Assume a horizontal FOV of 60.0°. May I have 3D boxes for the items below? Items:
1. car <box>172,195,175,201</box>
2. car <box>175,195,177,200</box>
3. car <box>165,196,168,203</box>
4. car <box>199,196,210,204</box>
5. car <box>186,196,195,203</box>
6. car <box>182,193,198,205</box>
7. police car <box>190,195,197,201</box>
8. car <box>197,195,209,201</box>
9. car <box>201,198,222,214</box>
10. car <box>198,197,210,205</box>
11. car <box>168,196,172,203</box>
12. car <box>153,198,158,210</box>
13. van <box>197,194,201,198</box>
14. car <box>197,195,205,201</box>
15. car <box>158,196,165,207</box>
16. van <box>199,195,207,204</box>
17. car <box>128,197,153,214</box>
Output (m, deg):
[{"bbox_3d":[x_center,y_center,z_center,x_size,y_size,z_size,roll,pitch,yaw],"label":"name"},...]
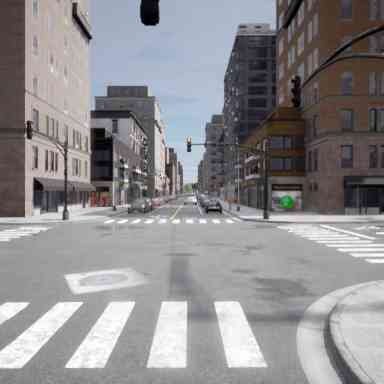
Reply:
[{"bbox_3d":[-5.745,1.690,80.161,2.008,1.369,4.403,0,0,0],"label":"car"},{"bbox_3d":[-5.747,1.716,91.183,1.887,1.381,4.507,0,0,0],"label":"car"},{"bbox_3d":[-5.742,1.631,58.118,2.008,1.369,4.403,0,0,0],"label":"car"},{"bbox_3d":[2.285,1.639,47.098,1.802,1.307,4.206,0,0,0],"label":"car"},{"bbox_3d":[-0.349,1.661,73.414,2.033,1.411,5.357,0,0,0],"label":"car"},{"bbox_3d":[-0.267,1.307,60.342,2.150,2.045,5.566,0,0,0],"label":"car"},{"bbox_3d":[0.467,1.594,90.153,1.930,1.638,5.238,0,0,0],"label":"police car"},{"bbox_3d":[2.284,1.634,52.609,1.947,1.339,4.313,0,0,0],"label":"car"},{"bbox_3d":[2.287,1.604,36.075,1.947,1.339,4.313,0,0,0],"label":"car"},{"bbox_3d":[2.282,1.644,63.630,2.008,1.369,4.403,0,0,0],"label":"car"},{"bbox_3d":[-5.744,1.548,69.139,1.967,1.590,4.097,0,0,0],"label":"car"},{"bbox_3d":[-5.739,1.487,41.586,1.967,1.590,4.097,0,0,0],"label":"car"},{"bbox_3d":[2.283,1.421,58.119,1.690,1.788,3.998,0,0,0],"label":"van"},{"bbox_3d":[2.279,1.596,85.673,1.967,1.590,4.097,0,0,0],"label":"car"},{"bbox_3d":[-5.741,1.650,52.607,1.802,1.307,4.206,0,0,0],"label":"car"},{"bbox_3d":[2.281,1.449,69.141,1.690,1.788,3.998,0,0,0],"label":"van"},{"bbox_3d":[-5.738,1.478,36.075,1.967,1.590,4.097,0,0,0],"label":"car"}]
